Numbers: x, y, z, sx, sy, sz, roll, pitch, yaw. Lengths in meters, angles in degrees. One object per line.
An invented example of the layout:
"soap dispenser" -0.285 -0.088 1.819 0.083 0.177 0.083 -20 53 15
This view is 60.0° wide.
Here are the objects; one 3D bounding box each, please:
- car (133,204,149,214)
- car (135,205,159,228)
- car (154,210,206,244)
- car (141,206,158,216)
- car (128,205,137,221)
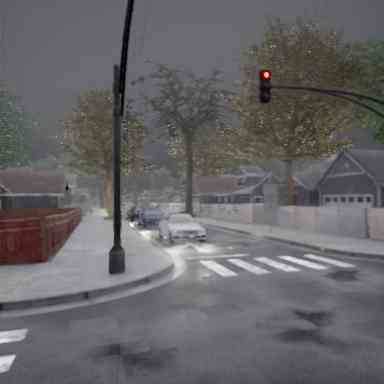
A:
"car" -9.032 2.950 58.417 2.128 1.511 4.902 0 -1 -16
"car" -3.397 2.154 28.149 1.882 1.535 5.008 0 -1 -16
"car" -0.660 1.947 18.491 1.812 1.442 4.674 0 -1 -16
"car" -6.340 2.772 49.158 1.994 1.385 4.181 0 -1 -16
"car" -6.201 2.417 38.057 1.882 1.535 5.008 0 -1 -16
